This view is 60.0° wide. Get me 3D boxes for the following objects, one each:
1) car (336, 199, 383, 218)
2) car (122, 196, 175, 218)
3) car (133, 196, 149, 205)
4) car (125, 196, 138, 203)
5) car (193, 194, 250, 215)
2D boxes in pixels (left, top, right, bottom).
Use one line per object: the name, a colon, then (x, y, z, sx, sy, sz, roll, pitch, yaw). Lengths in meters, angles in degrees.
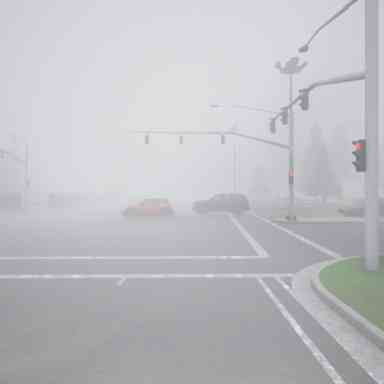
car: (15.685, 1.531, 29.246, 5.357, 1.411, 2.033, 0, 0, -1)
car: (-3.762, 1.335, 28.956, 4.553, 1.767, 2.097, 0, 0, -1)
car: (-8.878, 1.514, 58.647, 2.033, 1.411, 5.357, 0, 0, 0)
car: (-12.380, 1.486, 68.226, 1.812, 1.442, 4.674, 0, 0, 0)
car: (2.832, 1.205, 32.554, 5.566, 2.045, 2.150, 0, 0, -1)
